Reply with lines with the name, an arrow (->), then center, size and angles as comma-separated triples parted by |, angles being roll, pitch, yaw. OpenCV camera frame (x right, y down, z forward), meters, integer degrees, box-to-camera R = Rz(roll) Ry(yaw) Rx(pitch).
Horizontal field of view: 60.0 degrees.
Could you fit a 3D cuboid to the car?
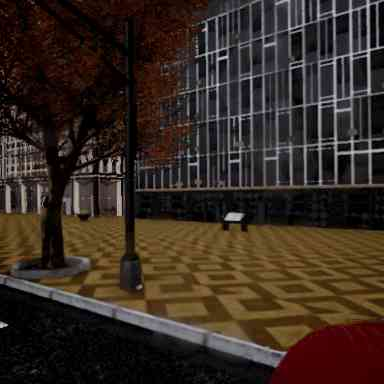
car -> 2.613, 1.297, 1.022 | 5.009, 1.841, 2.192 | -1, 0, 35
